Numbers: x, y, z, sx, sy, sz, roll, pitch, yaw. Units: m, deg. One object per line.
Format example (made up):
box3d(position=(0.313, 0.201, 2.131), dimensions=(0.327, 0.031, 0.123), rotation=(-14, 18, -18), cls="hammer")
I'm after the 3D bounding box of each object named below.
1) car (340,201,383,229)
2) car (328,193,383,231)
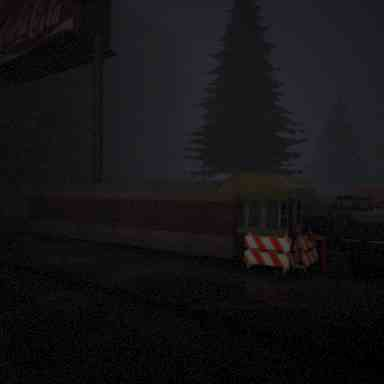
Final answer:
box3d(position=(11.221, 1.331, 19.679), dimensions=(4.193, 1.474, 1.816), rotation=(0, 0, 35), cls="car")
box3d(position=(9.284, 1.140, 17.619), dimensions=(3.866, 1.878, 1.905), rotation=(0, 0, 35), cls="car")
